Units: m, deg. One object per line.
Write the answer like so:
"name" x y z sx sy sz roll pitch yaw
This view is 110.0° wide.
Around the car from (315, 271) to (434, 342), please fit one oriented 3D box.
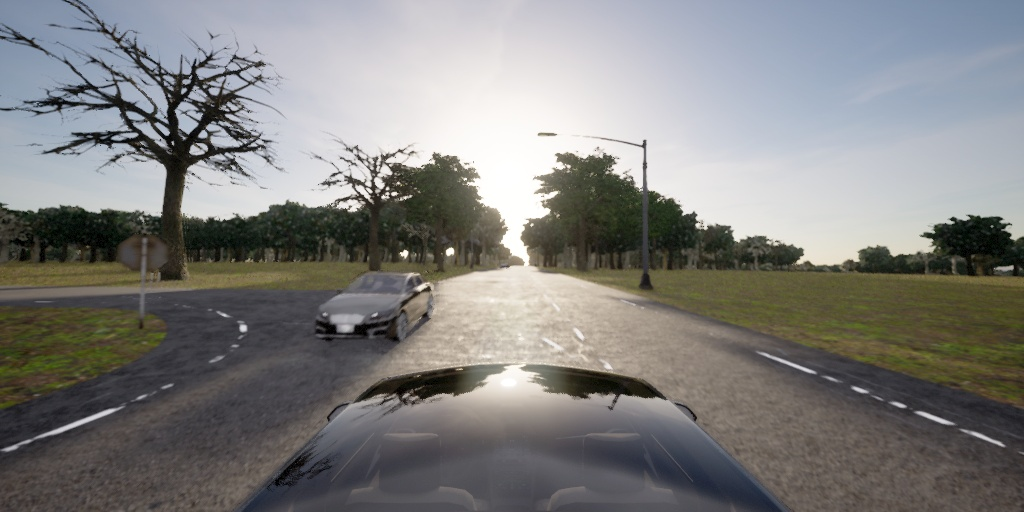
"car" -3.470 1.200 9.937 2.128 1.511 4.902 1 1 0
